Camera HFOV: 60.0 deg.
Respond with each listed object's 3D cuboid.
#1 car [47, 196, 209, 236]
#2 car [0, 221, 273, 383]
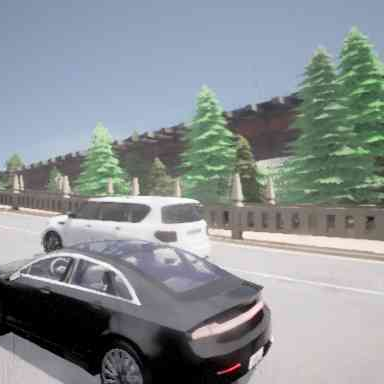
[{"bbox_3d":[-2.120,1.127,9.779,5.566,2.045,2.150,2,1,36],"label":"car"},{"bbox_3d":[-1.299,1.465,4.868,4.902,1.511,2.128,1,1,36],"label":"car"}]
